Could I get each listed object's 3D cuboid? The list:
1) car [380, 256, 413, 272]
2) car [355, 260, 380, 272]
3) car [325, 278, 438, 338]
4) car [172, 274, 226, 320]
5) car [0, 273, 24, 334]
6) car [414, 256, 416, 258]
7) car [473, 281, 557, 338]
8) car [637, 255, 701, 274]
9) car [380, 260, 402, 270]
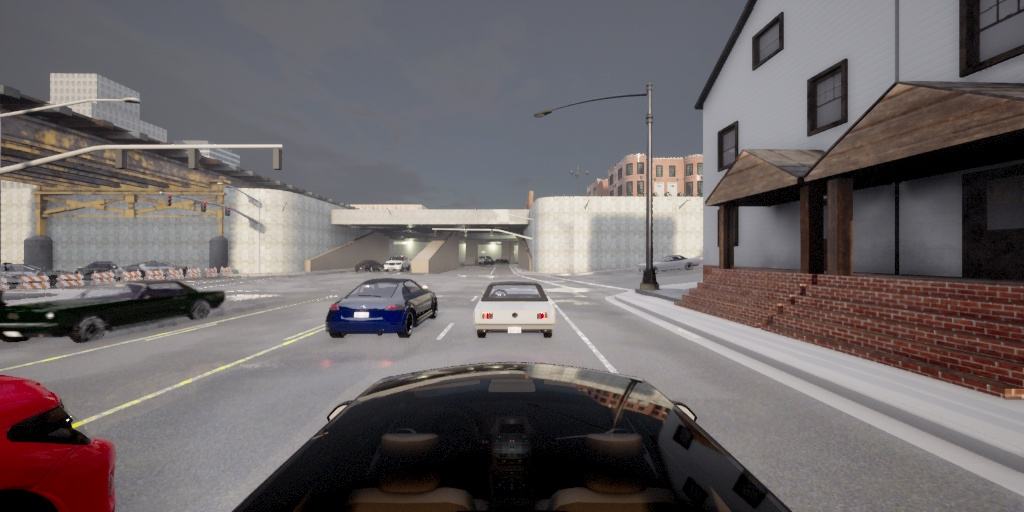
[{"bbox_3d":[-14.856,0.971,46.713,2.150,2.045,5.566,0,0,-2],"label":"car"},{"bbox_3d":[-18.336,1.228,45.907,1.882,1.535,5.008,0,0,-1],"label":"car"},{"bbox_3d":[-3.431,1.314,10.204,1.994,1.385,4.181,0,0,0],"label":"car"},{"bbox_3d":[-10.578,1.351,9.810,1.895,1.301,4.718,0,0,0],"label":"car"},{"bbox_3d":[-14.106,1.227,7.174,1.882,1.535,5.008,0,0,0],"label":"car"},{"bbox_3d":[-15.167,0.974,59.436,2.150,2.045,5.566,0,0,-1],"label":"car"},{"bbox_3d":[0.071,1.351,10.157,1.895,1.301,4.718,0,0,0],"label":"car"},{"bbox_3d":[13.056,0.665,30.135,4.718,1.301,1.895,-7,0,0],"label":"car"},{"bbox_3d":[-18.567,1.351,55.236,1.895,1.301,4.718,0,0,-1],"label":"car"}]
